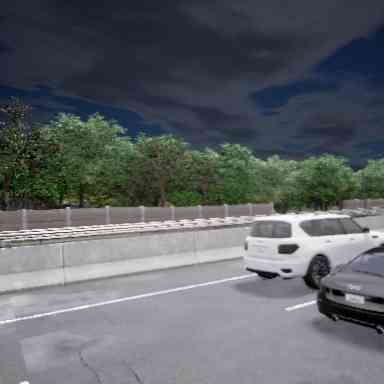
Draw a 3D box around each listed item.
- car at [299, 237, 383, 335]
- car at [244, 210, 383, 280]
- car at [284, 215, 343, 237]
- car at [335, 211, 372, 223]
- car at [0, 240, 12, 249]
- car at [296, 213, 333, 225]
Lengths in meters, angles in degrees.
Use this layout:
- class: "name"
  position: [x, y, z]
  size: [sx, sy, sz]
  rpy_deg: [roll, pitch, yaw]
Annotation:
- class: "car"
  position: [4.498, 1.798, 6.831]
  size: [4.181, 1.385, 1.994]
  rpy_deg: [-1, -4, -33]
- class: "car"
  position: [4.200, 1.715, 10.811]
  size: [5.566, 2.045, 2.150]
  rpy_deg: [-1, -4, -33]
- class: "car"
  position: [9.932, 2.714, 27.090]
  size: [4.892, 1.490, 1.837]
  rpy_deg: [-1, -4, -32]
- class: "car"
  position: [20.493, 3.168, 42.087]
  size: [4.718, 1.301, 1.895]
  rpy_deg: [-1, -4, -32]
- class: "car"
  position: [-13.438, 3.495, 20.461]
  size: [4.181, 1.385, 1.994]
  rpy_deg: [-1, -4, -33]
- class: "car"
  position: [16.009, 3.478, 43.364]
  size: [4.718, 1.301, 1.895]
  rpy_deg: [-1, -4, -32]
